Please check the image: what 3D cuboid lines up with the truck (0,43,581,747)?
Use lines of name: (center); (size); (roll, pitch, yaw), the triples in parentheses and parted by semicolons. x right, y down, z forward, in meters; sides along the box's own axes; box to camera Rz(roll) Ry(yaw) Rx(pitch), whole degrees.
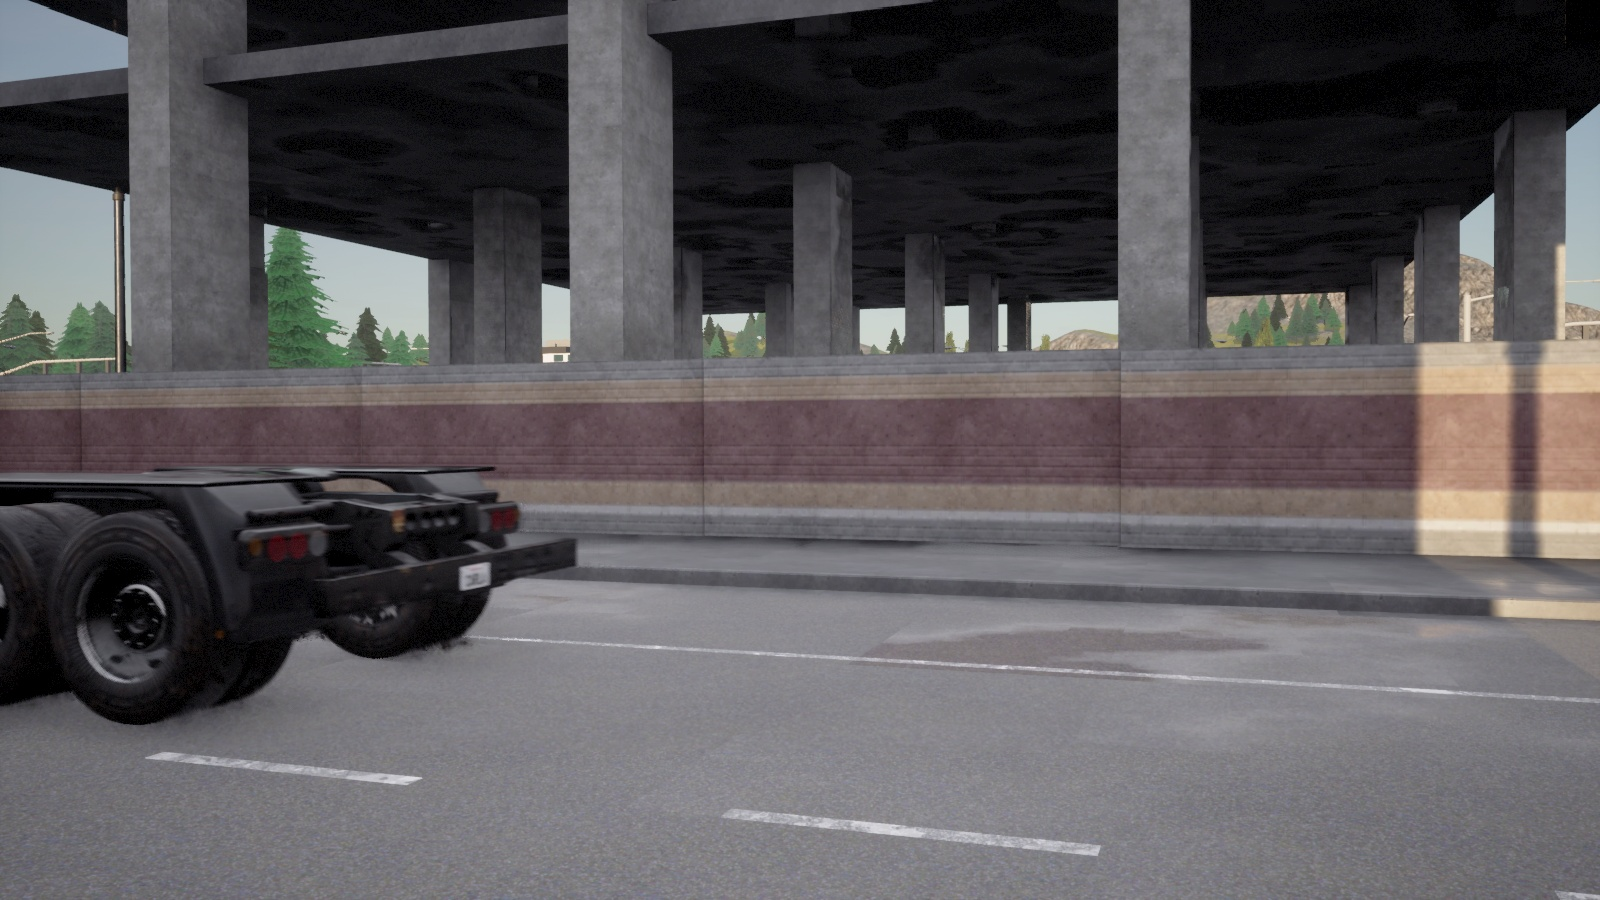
truck: (-5.778, -0.318, 8.823); (7.936, 3.462, 2.891); (1, 1, 19)
